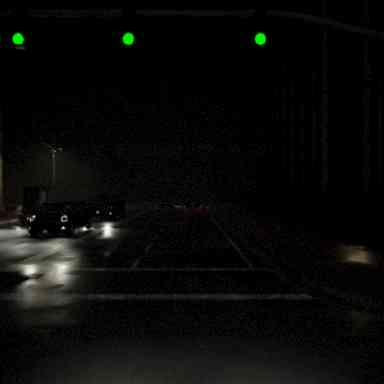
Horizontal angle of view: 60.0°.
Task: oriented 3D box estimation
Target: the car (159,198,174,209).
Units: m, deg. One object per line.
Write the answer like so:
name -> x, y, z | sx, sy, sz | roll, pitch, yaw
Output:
car -> -3.389, 1.461, 44.394 | 2.033, 1.411, 5.357 | 0, 0, 0

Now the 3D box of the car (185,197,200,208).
car -> 0.065, 1.420, 46.179 | 1.812, 1.442, 4.674 | 0, 1, 0

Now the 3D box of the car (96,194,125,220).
car -> -7.081, 1.167, 27.804 | 2.150, 2.045, 5.566 | 0, 0, 0

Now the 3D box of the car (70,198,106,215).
car -> -10.546, 1.425, 34.250 | 2.128, 1.511, 4.902 | 0, 0, 0

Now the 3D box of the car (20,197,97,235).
car -> -7.095, 1.317, 18.303 | 2.097, 1.767, 4.553 | 0, 0, 0
